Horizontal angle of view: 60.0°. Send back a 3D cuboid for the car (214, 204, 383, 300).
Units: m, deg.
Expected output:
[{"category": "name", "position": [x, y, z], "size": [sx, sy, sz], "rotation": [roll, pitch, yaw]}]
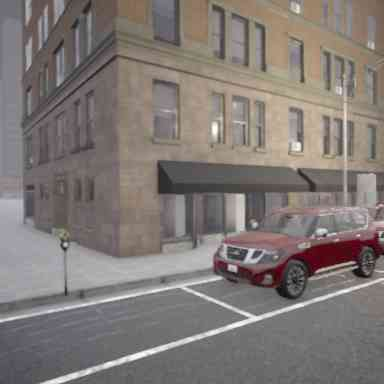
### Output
[{"category": "car", "position": [2.923, 1.329, 8.623], "size": [5.009, 1.841, 2.192], "rotation": [0, -1, -35]}]
